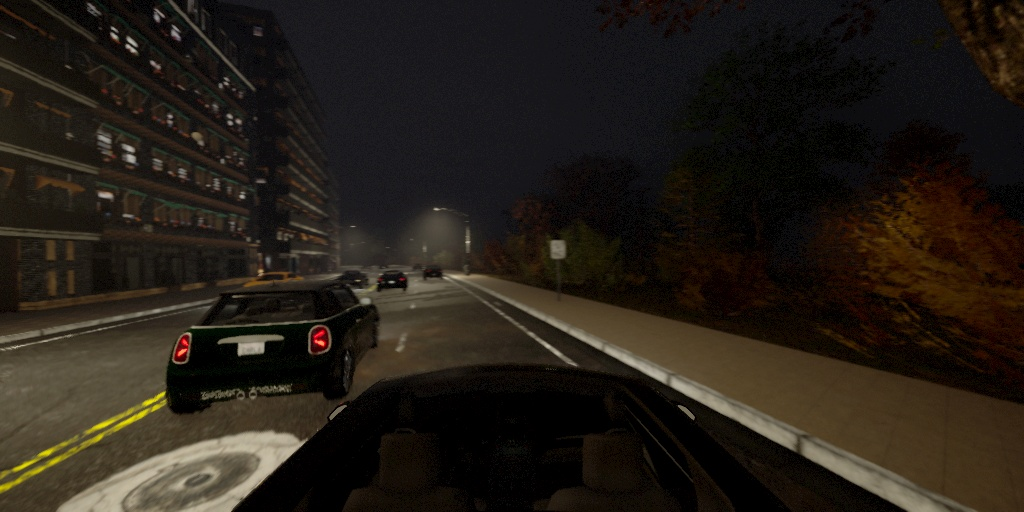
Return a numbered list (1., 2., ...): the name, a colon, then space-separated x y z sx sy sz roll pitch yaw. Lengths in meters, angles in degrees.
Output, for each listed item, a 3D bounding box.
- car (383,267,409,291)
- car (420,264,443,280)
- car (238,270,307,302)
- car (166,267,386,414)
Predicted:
1. car: -8.368 1.699 25.384 1.994 1.385 4.181 -1 0 -14
2. car: -8.511 1.719 38.428 1.882 1.535 5.008 -1 0 -16
3. car: -14.376 1.722 21.895 1.882 1.535 5.008 -1 0 -14
4. car: -3.801 1.230 6.662 2.097 1.767 4.553 -1 0 -13
